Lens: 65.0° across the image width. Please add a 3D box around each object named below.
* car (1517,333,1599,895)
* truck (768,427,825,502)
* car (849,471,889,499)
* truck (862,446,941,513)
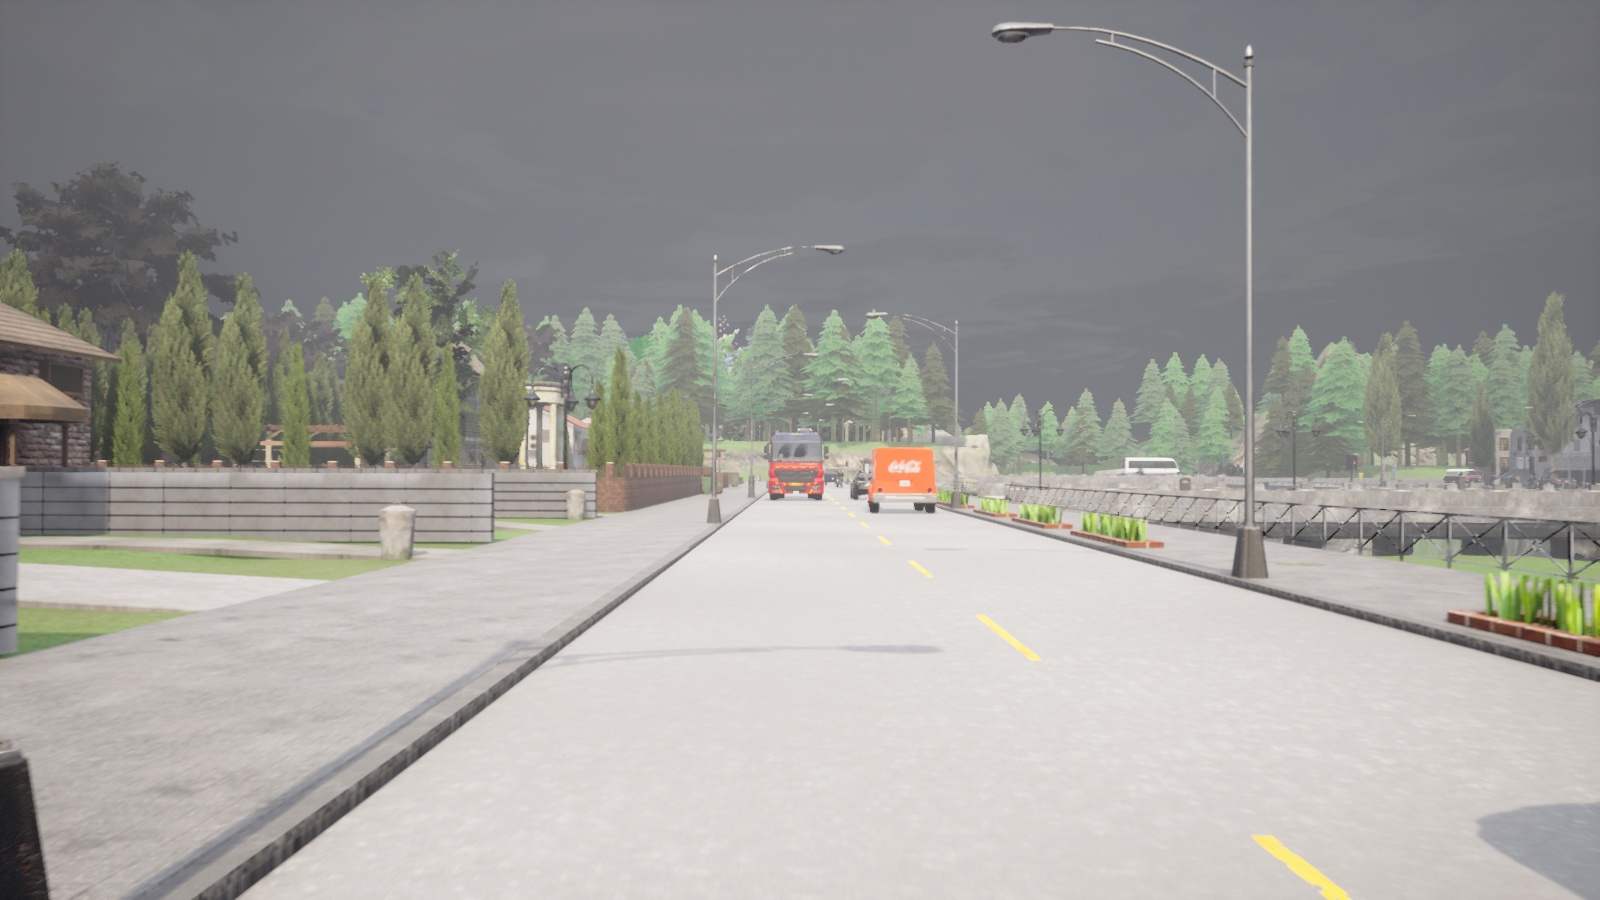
[{"bbox_3d":[3.993,0.556,2.292,2.150,2.045,5.566,0,-1,0],"label":"car"},{"bbox_3d":[-0.187,0.799,68.633,2.891,3.827,8.468,0,-1,0],"label":"truck"},{"bbox_3d":[3.815,1.922,70.267,2.007,1.525,4.514,0,-1,0],"label":"car"},{"bbox_3d":[3.869,1.132,48.956,2.627,2.467,5.204,0,-1,0],"label":"truck"}]
